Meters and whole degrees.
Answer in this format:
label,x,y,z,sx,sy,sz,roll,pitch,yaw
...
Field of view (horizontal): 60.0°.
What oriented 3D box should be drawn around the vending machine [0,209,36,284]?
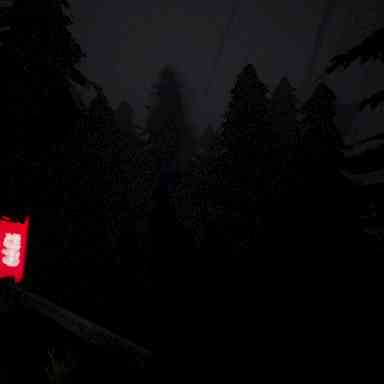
label,x,y,z,sx,sy,sz,roll,pitch,yaw
vending machine,-5.483,1.599,10.016,1.100,2.100,0.880,6,-2,-34
